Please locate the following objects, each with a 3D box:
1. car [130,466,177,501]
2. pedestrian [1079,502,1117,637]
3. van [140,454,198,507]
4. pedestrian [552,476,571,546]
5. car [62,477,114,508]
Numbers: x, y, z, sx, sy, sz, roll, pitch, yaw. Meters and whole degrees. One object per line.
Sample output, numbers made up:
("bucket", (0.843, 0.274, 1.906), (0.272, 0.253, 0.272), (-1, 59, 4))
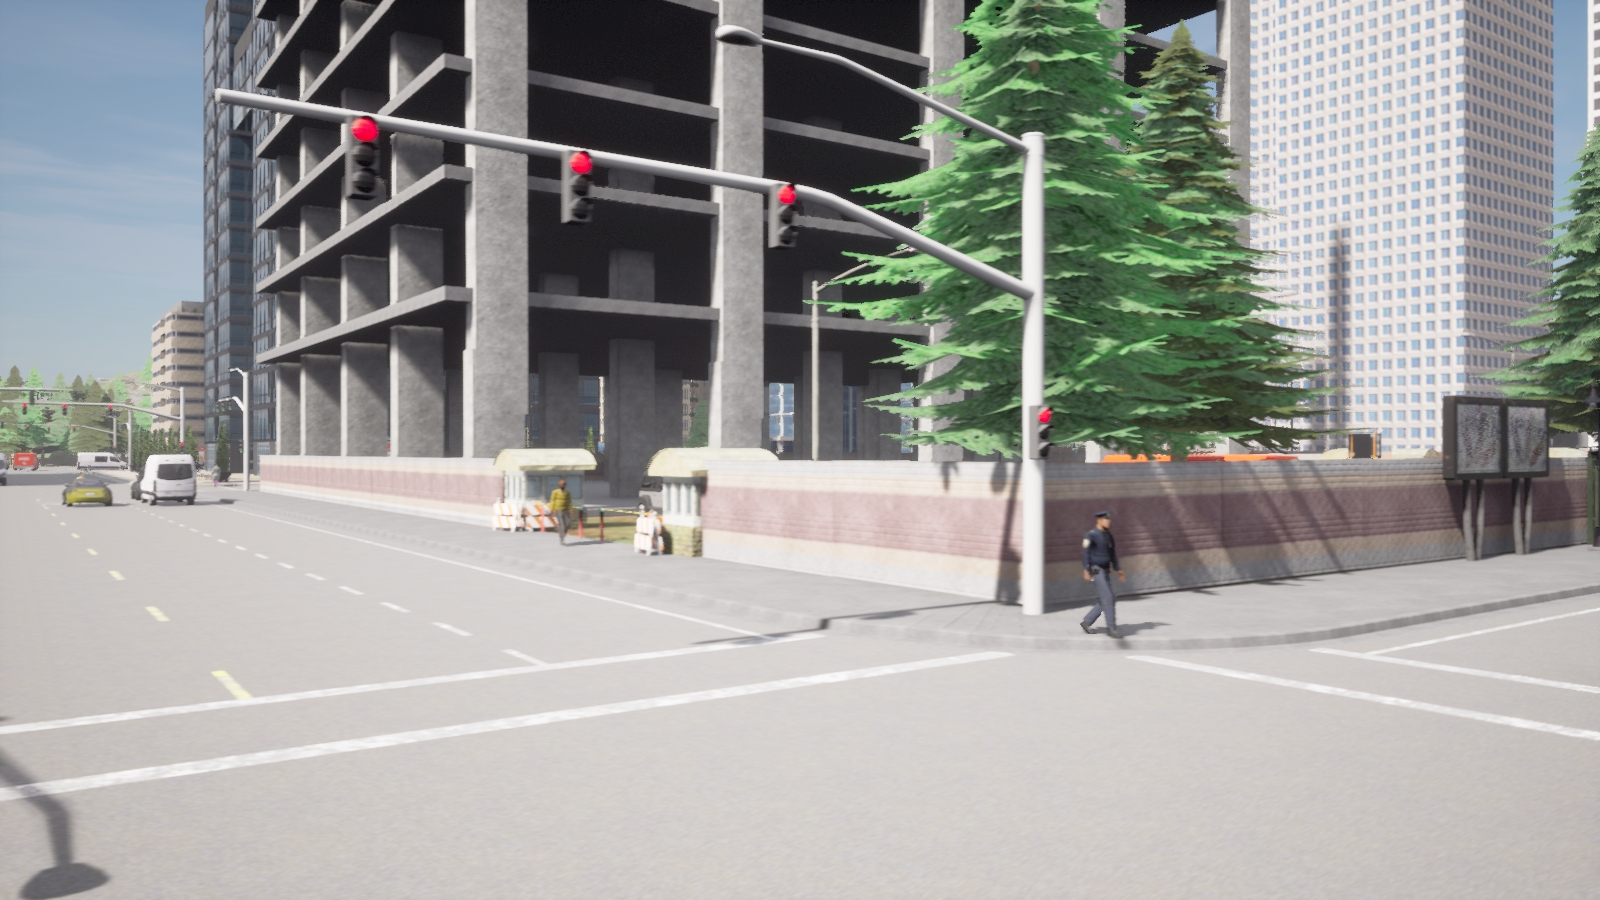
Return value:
("car", (-36.491, 1.845, 64.440), (1.905, 1.878, 3.866), (0, 0, -36))
("pedestrian", (4.224, 1.682, 16.204), (0.375, 1.860, 0.375), (0, 0, -38))
("van", (-32.639, 1.517, 59.005), (1.988, 2.561, 5.915), (0, 0, -35))
("pedestrian", (-6.427, 1.643, 30.816), (0.375, 1.860, 0.375), (0, 0, -34))
("car", (-35.747, 2.107, 57.322), (1.994, 1.385, 4.181), (0, 0, -35))
